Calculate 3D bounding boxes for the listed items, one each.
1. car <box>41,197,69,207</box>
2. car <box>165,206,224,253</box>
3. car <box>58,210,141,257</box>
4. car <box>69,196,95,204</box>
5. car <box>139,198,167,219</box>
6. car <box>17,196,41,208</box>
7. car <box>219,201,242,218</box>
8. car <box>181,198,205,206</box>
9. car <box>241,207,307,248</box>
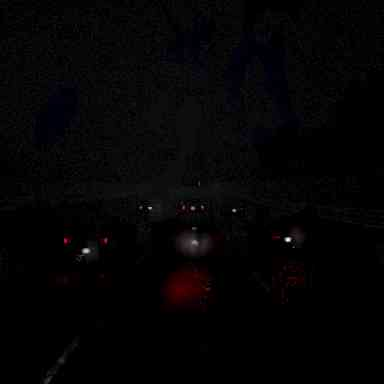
[{"bbox_3d":[-17.586,1.372,43.839,1.994,1.385,4.181,0,1,0],"label":"car"},{"bbox_3d":[0.084,1.518,13.765,1.837,1.490,4.892,0,0,0],"label":"car"},{"bbox_3d":[-3.419,1.614,13.011,1.895,1.301,4.718,0,0,0],"label":"car"},{"bbox_3d":[-14.088,1.334,43.811,1.812,1.442,4.674,0,1,0],"label":"car"},{"bbox_3d":[-3.414,1.338,29.435,2.097,1.767,4.553,0,0,0],"label":"car"},{"bbox_3d":[-21.086,1.334,43.806,1.812,1.442,4.674,0,1,0],"label":"car"},{"bbox_3d":[3.589,1.545,30.295,1.994,1.385,4.181,0,0,0],"label":"car"},{"bbox_3d":[0.085,1.338,29.474,2.097,1.767,4.553,0,0,0],"label":"car"},{"bbox_3d":[3.587,1.520,14.804,1.837,1.490,4.892,0,0,0],"label":"car"}]
